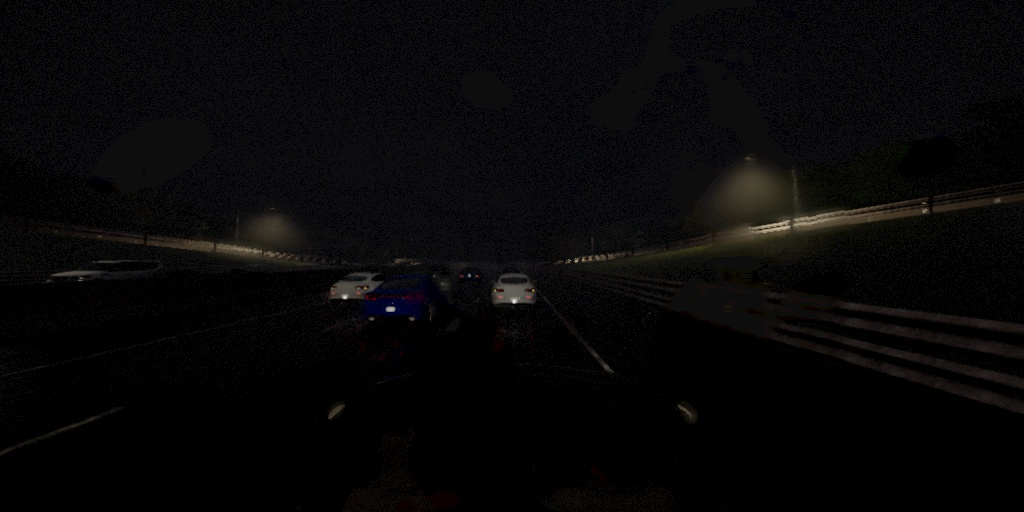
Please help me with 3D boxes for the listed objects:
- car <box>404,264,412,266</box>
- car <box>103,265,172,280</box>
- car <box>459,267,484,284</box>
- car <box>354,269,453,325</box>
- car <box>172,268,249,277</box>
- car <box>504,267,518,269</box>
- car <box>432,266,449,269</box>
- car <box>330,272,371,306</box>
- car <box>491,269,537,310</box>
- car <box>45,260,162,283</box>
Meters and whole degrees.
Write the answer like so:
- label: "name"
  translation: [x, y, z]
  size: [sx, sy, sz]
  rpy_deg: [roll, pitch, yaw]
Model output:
- label: "car"
  translation: [-18.464, 2.092, 62.705]
  size: [2.128, 1.511, 4.902]
  rpy_deg: [0, -1, -1]
- label: "car"
  translation: [-21.143, 1.514, 21.967]
  size: [1.882, 1.535, 5.008]
  rpy_deg: [0, -1, 0]
- label: "car"
  translation: [-3.600, 1.736, 32.322]
  size: [2.033, 1.411, 5.357]
  rpy_deg: [0, -1, -1]
- label: "car"
  translation: [-3.410, 1.379, 12.548]
  size: [1.882, 1.535, 5.008]
  rpy_deg: [0, -1, 0]
- label: "car"
  translation: [-17.657, 1.564, 22.029]
  size: [1.812, 1.442, 4.674]
  rpy_deg: [0, -1, 0]
- label: "car"
  translation: [-0.099, 1.737, 32.350]
  size: [2.033, 1.411, 5.357]
  rpy_deg: [0, -1, -1]
- label: "car"
  translation: [-7.200, 1.749, 36.353]
  size: [1.837, 1.490, 4.892]
  rpy_deg: [0, -1, -1]
- label: "car"
  translation: [-6.906, 1.493, 17.146]
  size: [1.812, 1.442, 4.674]
  rpy_deg: [0, -1, 0]
- label: "car"
  translation: [0.089, 1.472, 15.652]
  size: [1.812, 1.442, 4.674]
  rpy_deg: [0, -1, 0]
- label: "car"
  translation: [-24.640, 1.262, 22.209]
  size: [2.150, 2.045, 5.566]
  rpy_deg: [0, -1, 0]
